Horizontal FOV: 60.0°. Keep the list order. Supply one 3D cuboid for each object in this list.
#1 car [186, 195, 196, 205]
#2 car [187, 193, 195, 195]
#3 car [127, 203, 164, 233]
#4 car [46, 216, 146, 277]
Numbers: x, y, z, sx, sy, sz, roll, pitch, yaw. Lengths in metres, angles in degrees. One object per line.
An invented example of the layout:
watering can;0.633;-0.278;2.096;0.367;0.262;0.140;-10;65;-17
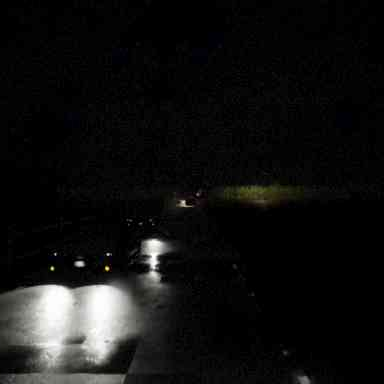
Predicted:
car;-0.198;1.822;67.316;2.033;1.411;5.357;0;0;0
car;-0.230;1.298;77.825;2.150;2.045;5.566;0;0;0
car;-2.809;1.497;20.589;1.837;1.490;4.892;0;0;0
car;-2.861;1.674;10.527;1.994;1.385;4.181;0;-1;1
